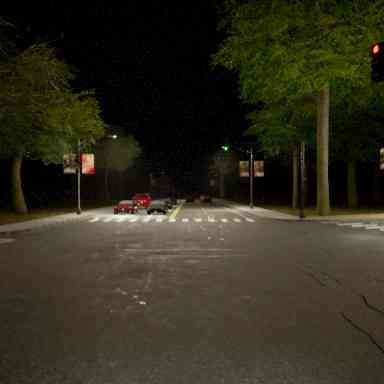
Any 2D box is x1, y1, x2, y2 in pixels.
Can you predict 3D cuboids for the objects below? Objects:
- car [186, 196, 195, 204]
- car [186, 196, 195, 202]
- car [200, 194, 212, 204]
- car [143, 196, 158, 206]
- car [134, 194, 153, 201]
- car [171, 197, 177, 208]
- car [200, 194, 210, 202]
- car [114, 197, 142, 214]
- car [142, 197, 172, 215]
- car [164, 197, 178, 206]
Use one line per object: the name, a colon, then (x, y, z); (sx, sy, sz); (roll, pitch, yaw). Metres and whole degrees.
car: (-0.330, 1.565, 64.316); (2.033, 1.411, 5.357); (0, 0, 0)
car: (-0.384, 1.481, 74.772); (1.895, 1.301, 4.718); (0, 0, 0)
car: (2.920, 1.565, 64.334); (2.033, 1.411, 5.357); (0, 0, 0)
car: (-6.824, 1.484, 55.556); (1.882, 1.535, 5.008); (0, 0, 0)
car: (-6.776, 1.223, 44.831); (2.150, 2.045, 5.566); (0, 0, 0)
car: (-3.525, 1.547, 44.520); (2.033, 1.411, 5.357); (0, 0, 0)
car: (2.866, 1.241, 74.729); (2.097, 1.767, 4.553); (0, 0, 0)
car: (-6.737, 1.562, 34.479); (1.994, 1.385, 4.181); (0, 0, 0)
car: (-3.489, 1.545, 34.442); (2.033, 1.411, 5.357); (0, 0, 0)
car: (-3.572, 1.556, 57.456); (2.033, 1.411, 5.357); (0, 0, 0)
